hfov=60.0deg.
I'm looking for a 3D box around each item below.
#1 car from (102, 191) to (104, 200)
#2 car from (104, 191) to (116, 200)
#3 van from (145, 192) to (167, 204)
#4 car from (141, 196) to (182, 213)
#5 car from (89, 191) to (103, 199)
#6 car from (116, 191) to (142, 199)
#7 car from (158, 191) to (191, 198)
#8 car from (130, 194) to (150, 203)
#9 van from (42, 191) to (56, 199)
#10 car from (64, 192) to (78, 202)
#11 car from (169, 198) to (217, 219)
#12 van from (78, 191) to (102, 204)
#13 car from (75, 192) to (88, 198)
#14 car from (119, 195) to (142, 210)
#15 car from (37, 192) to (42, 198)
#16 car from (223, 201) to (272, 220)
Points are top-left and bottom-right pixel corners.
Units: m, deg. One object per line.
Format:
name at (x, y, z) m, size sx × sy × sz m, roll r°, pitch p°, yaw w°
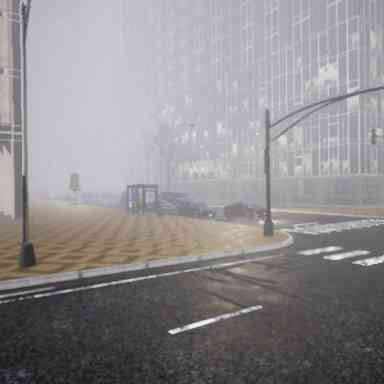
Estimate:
car at (-18.395, 0.617, 69.987) m, size 2.192 × 1.841 × 5.009 m, roll -1°, pitch 1°, yaw -34°
car at (-15.188, 0.938, 65.298) m, size 1.802 × 1.307 × 4.206 m, roll -1°, pitch 1°, yaw -34°
van at (-5.570, 0.856, 51.215) m, size 1.690 × 1.788 × 3.998 m, roll -1°, pitch 1°, yaw -34°
car at (-2.963, 1.391, 32.353) m, size 1.802 × 1.307 × 4.206 m, roll -1°, pitch 1°, yaw -34°
car at (-21.601, 0.688, 74.681) m, size 1.967 × 1.590 × 4.097 m, roll -1°, pitch 1°, yaw -34°
car at (-7.587, 0.876, 43.908) m, size 2.150 × 2.045 × 5.566 m, roll -1°, pitch 1°, yaw -34°
car at (-1.550, 0.974, 35.054) m, size 2.150 × 2.045 × 5.566 m, roll -1°, pitch 1°, yaw -34°
car at (-8.775, 1.044, 55.911) m, size 1.802 × 1.307 × 4.206 m, roll -1°, pitch 1°, yaw -34°
van at (-31.727, 0.673, 74.647) m, size 1.690 × 1.788 × 3.998 m, roll 0°, pitch 1°, yaw -34°
car at (-22.108, 1.044, 60.571) m, size 2.008 × 1.369 × 4.403 m, roll 0°, pitch 1°, yaw -34°
car at (0.229, 1.426, 27.648) m, size 1.947 × 1.339 × 4.313 m, roll -1°, pitch 1°, yaw -34°
van at (-15.695, 0.941, 51.183) m, size 1.690 × 1.788 × 3.998 m, roll -1°, pitch 1°, yaw -34°
car at (-28.013, 0.691, 84.068) m, size 2.008 × 1.369 × 4.403 m, roll -1°, pitch 1°, yaw -34°
car at (-6.121, 1.323, 37.078) m, size 1.947 × 1.339 × 4.313 m, roll -1°, pitch 1°, yaw -34°
car at (-34.932, 0.718, 79.341) m, size 1.967 × 1.590 × 4.097 m, roll 0°, pitch 1°, yaw -34°
car at (4.317, 1.410, 26.470) m, size 1.994 × 1.385 × 4.181 m, roll -1°, pitch 1°, yaw -34°
